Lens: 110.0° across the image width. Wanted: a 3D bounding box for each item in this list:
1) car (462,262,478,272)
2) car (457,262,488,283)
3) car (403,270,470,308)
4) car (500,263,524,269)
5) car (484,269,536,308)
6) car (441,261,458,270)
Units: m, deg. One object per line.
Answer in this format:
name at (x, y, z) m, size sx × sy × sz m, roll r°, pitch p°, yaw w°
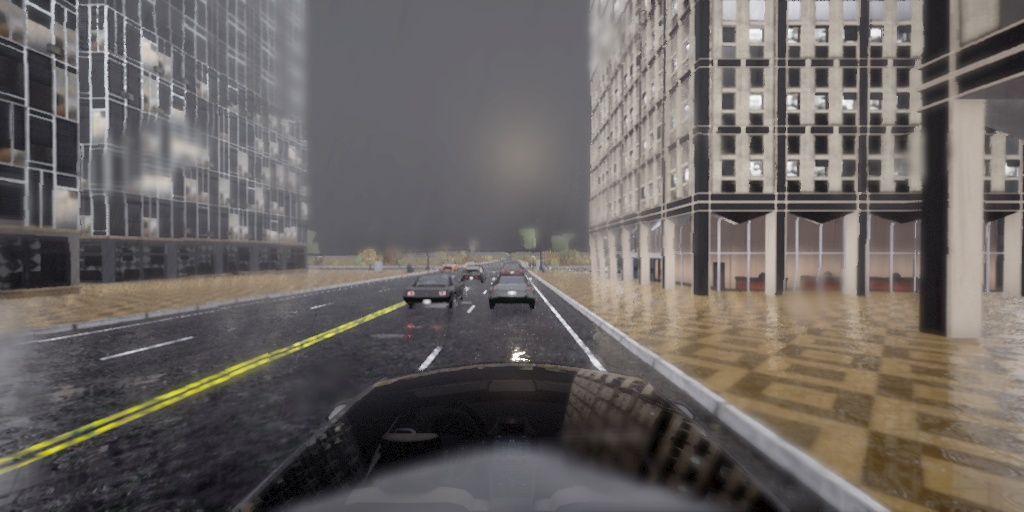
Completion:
car at (-6.506, 1.698, 56.121) m, size 1.882 × 1.535 × 5.008 m, roll 0°, pitch -1°, yaw 0°
car at (-3.247, 1.523, 31.144) m, size 1.837 × 1.490 × 4.892 m, roll 0°, pitch 0°, yaw 0°
car at (-3.249, 1.481, 15.950) m, size 1.895 × 1.301 × 4.718 m, roll 0°, pitch 0°, yaw 0°
car at (0.003, 1.363, 30.919) m, size 2.097 × 1.767 × 4.553 m, roll 0°, pitch -1°, yaw 0°
car at (0.006, 1.447, 16.171) m, size 1.994 × 1.385 × 4.181 m, roll 0°, pitch 0°, yaw 0°
car at (-9.753, 1.572, 56.513) m, size 2.097 × 1.767 × 4.553 m, roll 0°, pitch 0°, yaw 0°
